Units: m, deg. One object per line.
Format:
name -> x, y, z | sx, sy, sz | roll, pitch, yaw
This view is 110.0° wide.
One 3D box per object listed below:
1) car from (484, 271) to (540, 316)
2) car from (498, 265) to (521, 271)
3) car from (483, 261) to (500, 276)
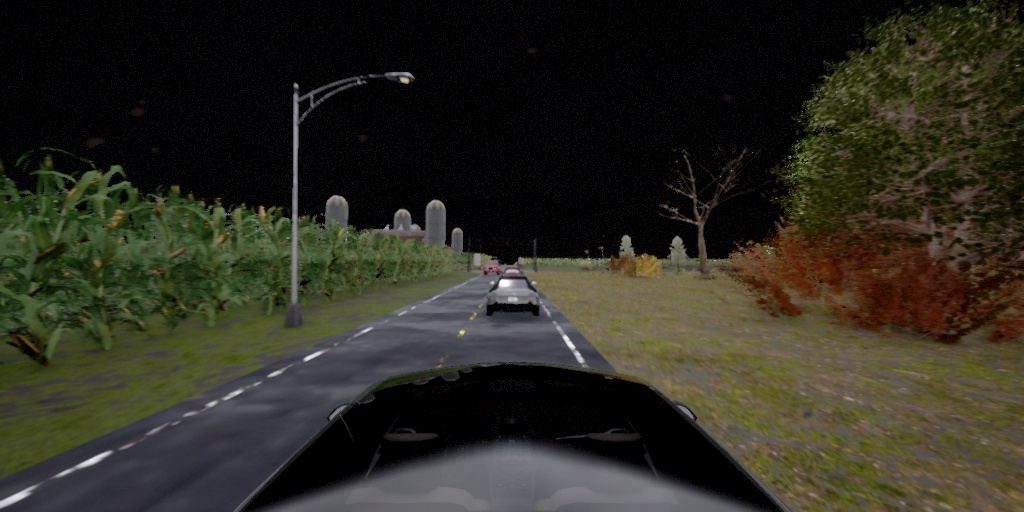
car -> 0.045, 1.489, 14.381 | 1.994, 1.385, 4.181 | 0, -1, 0
car -> 0.043, 1.668, 29.816 | 1.812, 1.442, 4.674 | 0, -1, 0
car -> -2.796, 1.663, 50.142 | 2.150, 2.045, 5.566 | 0, -1, 1
